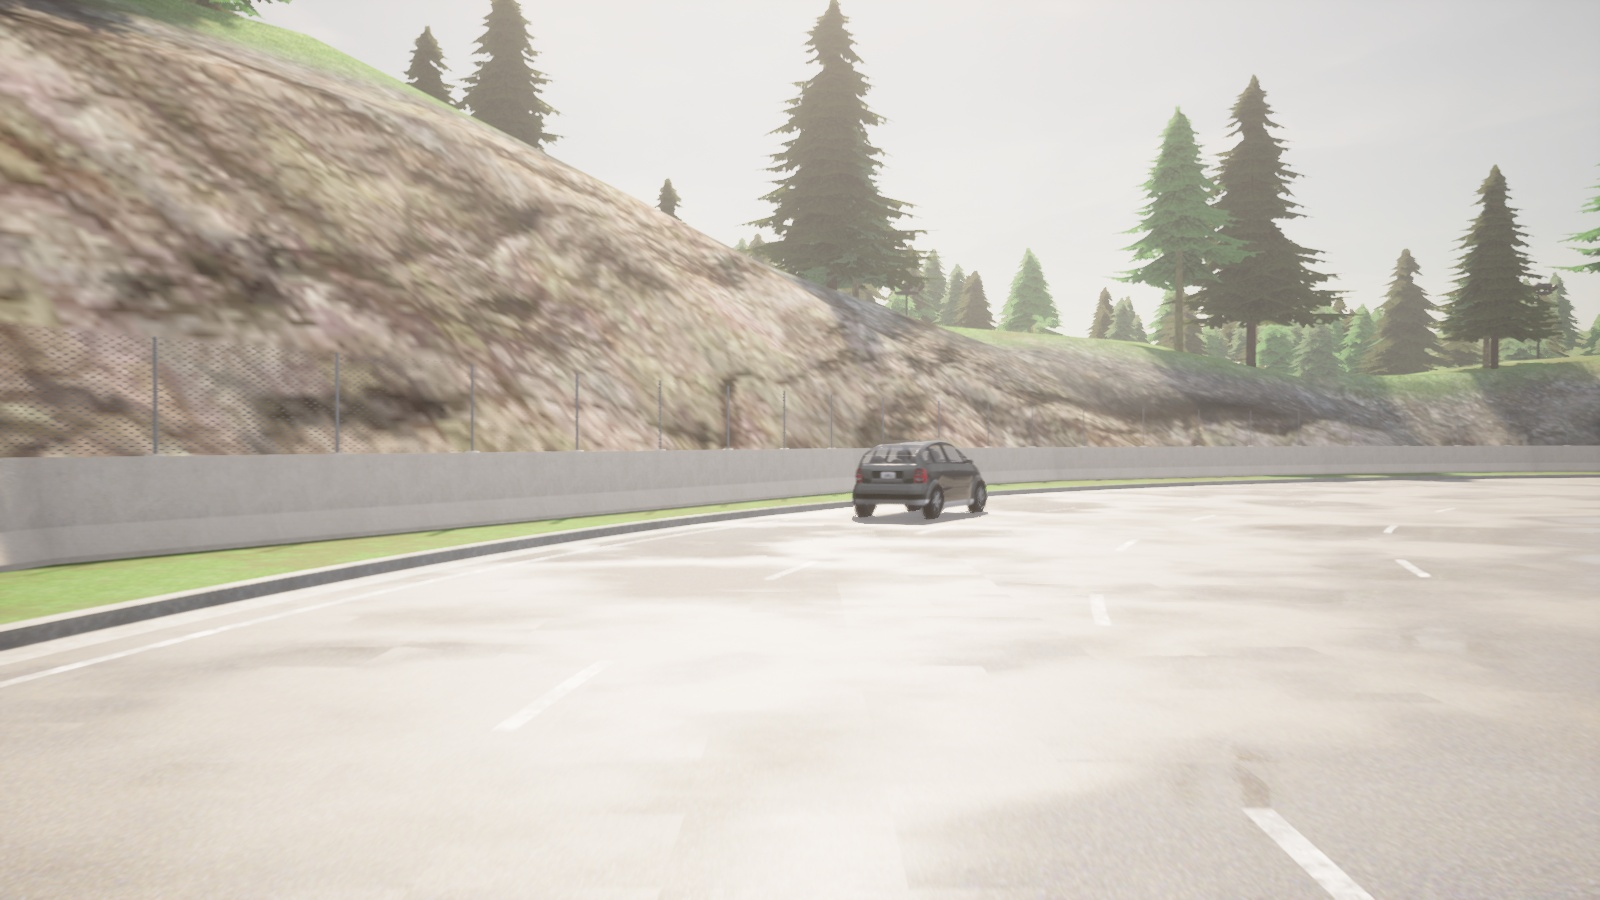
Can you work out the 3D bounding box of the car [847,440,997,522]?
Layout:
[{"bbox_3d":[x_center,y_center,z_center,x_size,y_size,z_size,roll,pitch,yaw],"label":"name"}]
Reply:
[{"bbox_3d":[2.589,0.581,25.879,1.789,1.549,3.705,0,0,28],"label":"car"}]
